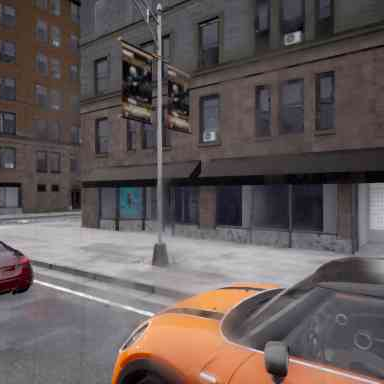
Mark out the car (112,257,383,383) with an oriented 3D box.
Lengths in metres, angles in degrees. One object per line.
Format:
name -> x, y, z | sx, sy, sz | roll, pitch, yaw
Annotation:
car -> 1.457, 1.352, 2.647 | 4.553, 1.767, 2.097 | 0, 0, 36

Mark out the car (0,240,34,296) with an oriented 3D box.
car -> -5.482, 1.564, 7.582 | 4.181, 1.385, 1.994 | 0, 0, 36
